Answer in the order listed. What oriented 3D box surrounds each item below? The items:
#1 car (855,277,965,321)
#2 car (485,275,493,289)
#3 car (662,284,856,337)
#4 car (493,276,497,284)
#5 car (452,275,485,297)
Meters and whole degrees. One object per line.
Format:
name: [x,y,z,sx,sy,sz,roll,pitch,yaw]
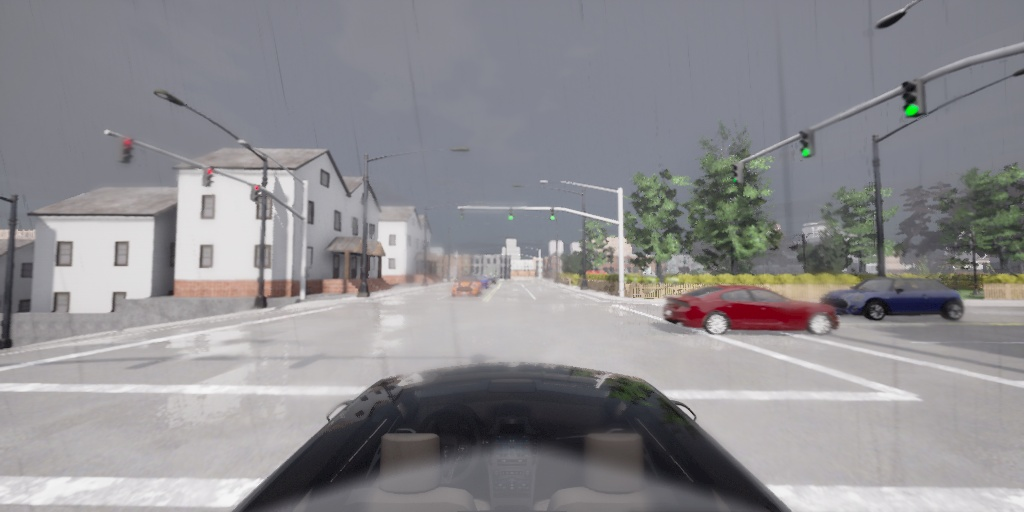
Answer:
car: [15.602,1.688,14.979,4.553,1.767,2.097,0,-3,1]
car: [-3.704,3.124,42.765,1.882,1.535,5.008,0,-3,0]
car: [7.475,1.676,11.473,5.008,1.535,1.882,0,-3,1]
car: [-3.697,4.064,61.850,1.812,1.442,4.674,0,-3,0]
car: [-3.672,2.394,29.827,2.097,1.767,4.553,0,-3,0]
